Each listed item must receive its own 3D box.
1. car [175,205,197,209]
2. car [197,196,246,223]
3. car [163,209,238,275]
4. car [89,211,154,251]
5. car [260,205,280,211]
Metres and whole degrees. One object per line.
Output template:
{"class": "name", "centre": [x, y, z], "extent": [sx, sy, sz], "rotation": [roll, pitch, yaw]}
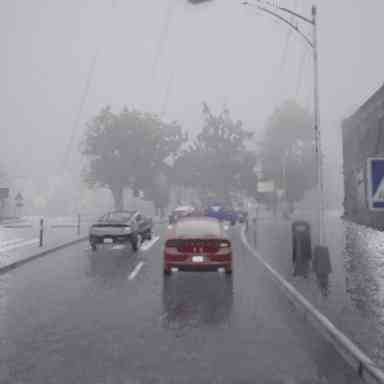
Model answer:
{"class": "car", "centre": [-0.268, 1.776, 26.313], "extent": [1.812, 1.442, 4.674], "rotation": [-2, -3, 22]}
{"class": "car", "centre": [2.491, 1.360, 24.487], "extent": [2.150, 2.045, 5.566], "rotation": [-2, -2, 19]}
{"class": "car", "centre": [0.196, 1.519, 10.659], "extent": [1.882, 1.535, 5.008], "rotation": [0, 0, 1]}
{"class": "car", "centre": [-2.859, 1.552, 14.383], "extent": [2.128, 1.511, 4.902], "rotation": [0, 0, 4]}
{"class": "car", "centre": [19.018, 4.064, 80.774], "extent": [4.892, 1.490, 1.837], "rotation": [-3, -6, 37]}
